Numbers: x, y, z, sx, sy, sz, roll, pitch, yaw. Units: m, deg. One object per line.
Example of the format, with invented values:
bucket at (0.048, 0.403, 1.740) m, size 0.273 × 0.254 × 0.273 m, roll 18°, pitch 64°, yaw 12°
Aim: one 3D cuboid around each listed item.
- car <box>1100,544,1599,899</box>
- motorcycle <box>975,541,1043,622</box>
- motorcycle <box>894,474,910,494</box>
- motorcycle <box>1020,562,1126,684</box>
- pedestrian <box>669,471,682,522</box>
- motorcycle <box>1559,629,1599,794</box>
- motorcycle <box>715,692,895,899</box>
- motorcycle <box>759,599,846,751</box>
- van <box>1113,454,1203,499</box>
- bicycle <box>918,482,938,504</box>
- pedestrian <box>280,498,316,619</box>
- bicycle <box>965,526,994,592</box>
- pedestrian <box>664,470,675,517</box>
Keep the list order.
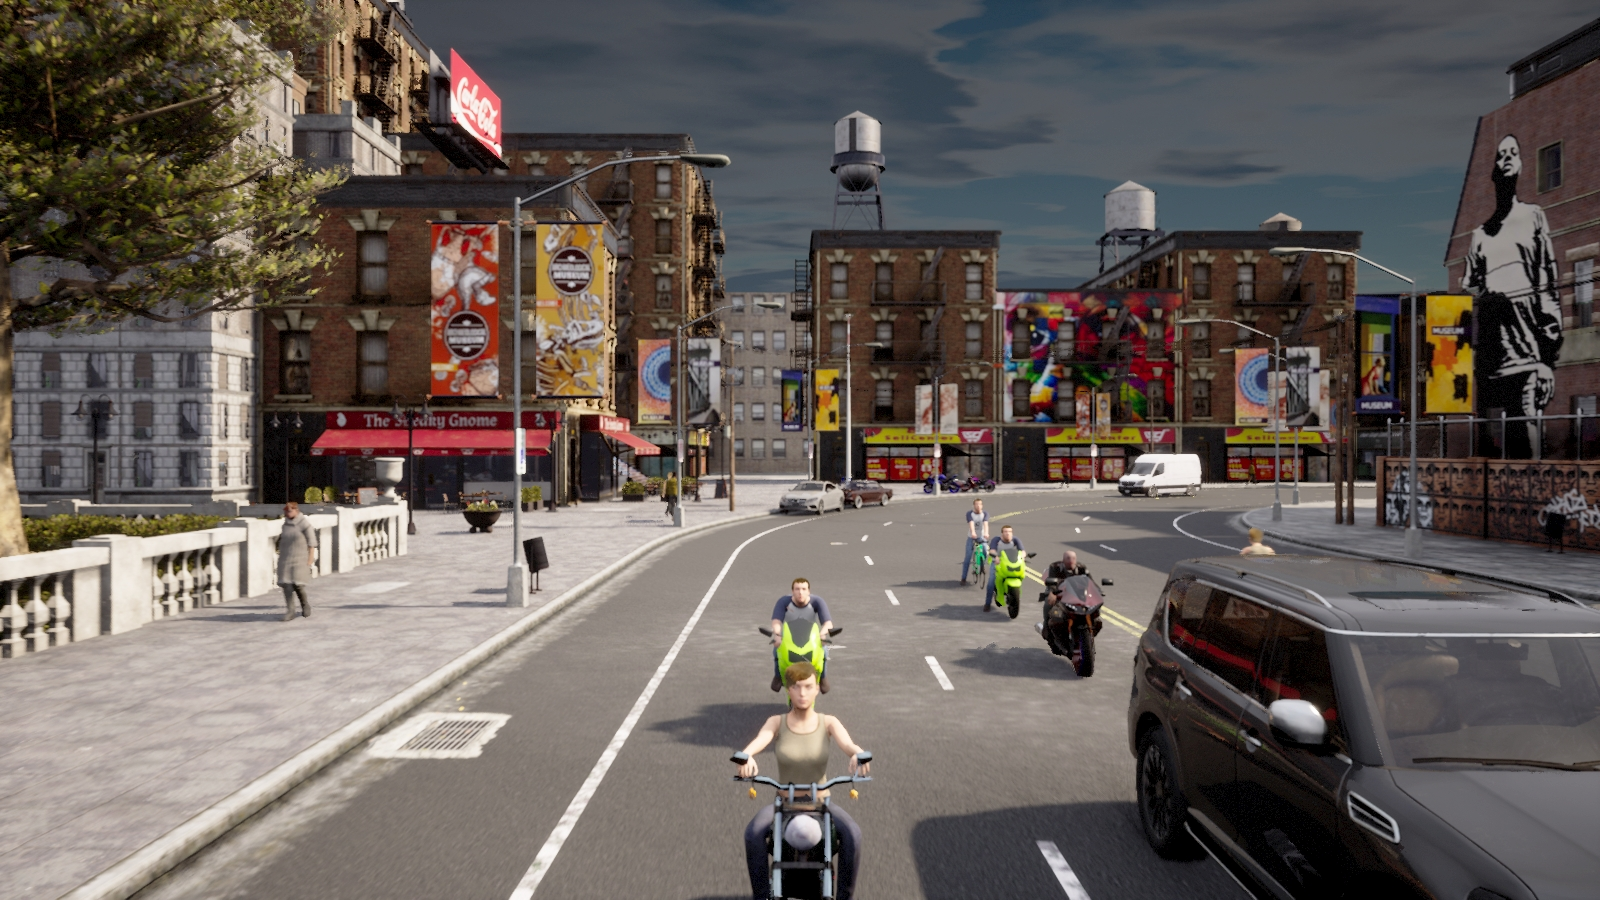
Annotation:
car at (3.473, 1.779, 6.365) m, size 2.150 × 2.045 × 5.566 m, roll 0°, pitch 0°, yaw 0°
motorcycle at (3.551, 2.214, 19.564) m, size 0.803 × 1.145 × 2.033 m, roll 0°, pitch 0°, yaw 1°
motorcycle at (6.530, 2.185, 73.410) m, size 0.856 × 1.236 × 1.805 m, roll 0°, pitch 0°, yaw 0°
motorcycle at (3.519, 2.206, 14.948) m, size 0.867 × 1.251 × 2.209 m, roll 0°, pitch 0°, yaw 0°
pedestrian at (-4.593, 1.697, 42.083) m, size 0.375 × 1.860 × 0.375 m, roll 0°, pitch 0°, yaw 12°
motorcycle at (6.914, 2.171, 8.646) m, size 0.764 × 1.277 × 2.356 m, roll 0°, pitch 0°, yaw 0°
motorcycle at (0.021, 2.170, 6.027) m, size 0.764 × 1.277 × 2.356 m, roll 0°, pitch 0°, yaw 0°
motorcycle at (0.028, 2.213, 11.582) m, size 0.803 × 1.145 × 2.033 m, roll 0°, pitch 0°, yaw 0°
van at (21.475, 1.537, 68.345) m, size 5.915 × 2.561 × 1.988 m, roll 0°, pitch 0°, yaw -36°
bicycle at (6.693, 2.258, 59.700) m, size 0.859 × 1.080 × 1.487 m, roll 0°, pitch 0°, yaw 0°
pedestrian at (-7.883, 1.697, 17.935) m, size 0.375 × 1.860 × 0.375 m, roll 0°, pitch 0°, yaw 7°
bicycle at (3.669, 2.207, 23.455) m, size 0.373 × 1.196 × 1.643 m, roll 0°, pitch 0°, yaw 1°
pedestrian at (-5.130, 1.699, 44.864) m, size 0.375 × 1.860 × 0.375 m, roll 0°, pitch 0°, yaw 7°
